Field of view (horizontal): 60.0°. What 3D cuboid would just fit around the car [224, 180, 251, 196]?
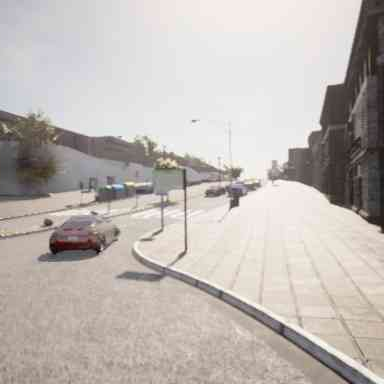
[{"bbox_3d":[6.018,-0.345,43.762,1.882,1.535,5.008,-1,4,20],"label":"car"}]

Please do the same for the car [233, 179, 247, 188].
[{"bbox_3d":[9.299,-1.655,64.159,2.128,1.511,4.902,-1,3,15],"label":"car"}]

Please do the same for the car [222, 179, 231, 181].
[{"bbox_3d":[6.463,-0.889,54.667,1.895,1.301,4.718,-1,4,17],"label":"car"}]

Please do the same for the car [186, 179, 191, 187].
[{"bbox_3d":[-3.384,-1.610,70.514,4.892,1.521,2.231,-3,4,-4],"label":"car"}]

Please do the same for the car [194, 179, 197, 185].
[{"bbox_3d":[-1.905,-2.000,76.228,4.892,1.521,2.231,-3,3,-5],"label":"car"}]

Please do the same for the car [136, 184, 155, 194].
[{"bbox_3d":[-8.485,-0.367,53.580,4.792,1.488,2.163,-3,4,-1],"label":"car"}]

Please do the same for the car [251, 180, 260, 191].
[{"bbox_3d":[9.259,-1.030,53.556,2.128,1.511,4.902,-1,4,17],"label":"car"}]

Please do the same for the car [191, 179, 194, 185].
[{"bbox_3d":[-2.633,-1.806,73.366,4.892,1.521,2.231,-3,3,-5],"label":"car"}]

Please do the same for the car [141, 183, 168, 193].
[{"bbox_3d":[-6.661,-0.769,59.202,4.674,1.452,2.002,-3,3,-2],"label":"car"}]

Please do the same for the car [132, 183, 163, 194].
[{"bbox_3d":[-7.537,-0.604,56.381,4.892,1.521,2.231,-3,4,-2],"label":"car"}]

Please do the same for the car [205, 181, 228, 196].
[{"bbox_3d":[3.222,-0.236,44.844,2.033,1.411,5.357,-1,4,20],"label":"car"}]

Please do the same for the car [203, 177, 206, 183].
[{"bbox_3d":[0.145,-2.568,84.845,5.008,1.535,2.097,-3,3,-6],"label":"car"}]

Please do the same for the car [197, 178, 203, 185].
[{"bbox_3d":[-0.533,-2.382,81.967,5.008,1.535,2.097,-3,3,-6],"label":"car"}]

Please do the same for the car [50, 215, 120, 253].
[{"bbox_3d":[-4.504,1.673,14.383,1.994,1.385,4.181,-2,1,-2],"label":"car"}]
